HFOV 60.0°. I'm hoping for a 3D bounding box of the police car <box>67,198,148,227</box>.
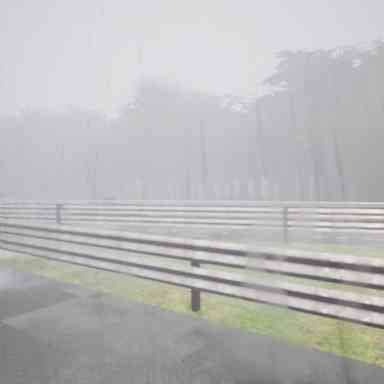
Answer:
[{"bbox_3d":[-5.222,1.165,20.260,5.238,1.638,1.930,0,0,21],"label":"police car"}]
